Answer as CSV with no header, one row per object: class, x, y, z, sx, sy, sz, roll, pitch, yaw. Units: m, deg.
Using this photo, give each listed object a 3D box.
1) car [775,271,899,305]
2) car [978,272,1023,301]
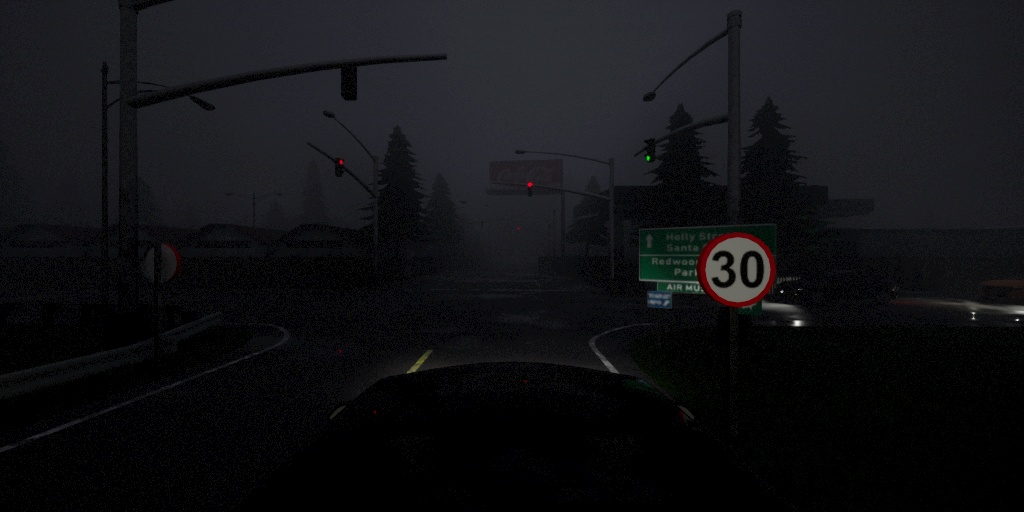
car,15.196,1.446,16.940,4.892,1.490,1.837,0,0,1
car,25.132,1.419,16.811,5.008,1.535,1.882,0,0,1
